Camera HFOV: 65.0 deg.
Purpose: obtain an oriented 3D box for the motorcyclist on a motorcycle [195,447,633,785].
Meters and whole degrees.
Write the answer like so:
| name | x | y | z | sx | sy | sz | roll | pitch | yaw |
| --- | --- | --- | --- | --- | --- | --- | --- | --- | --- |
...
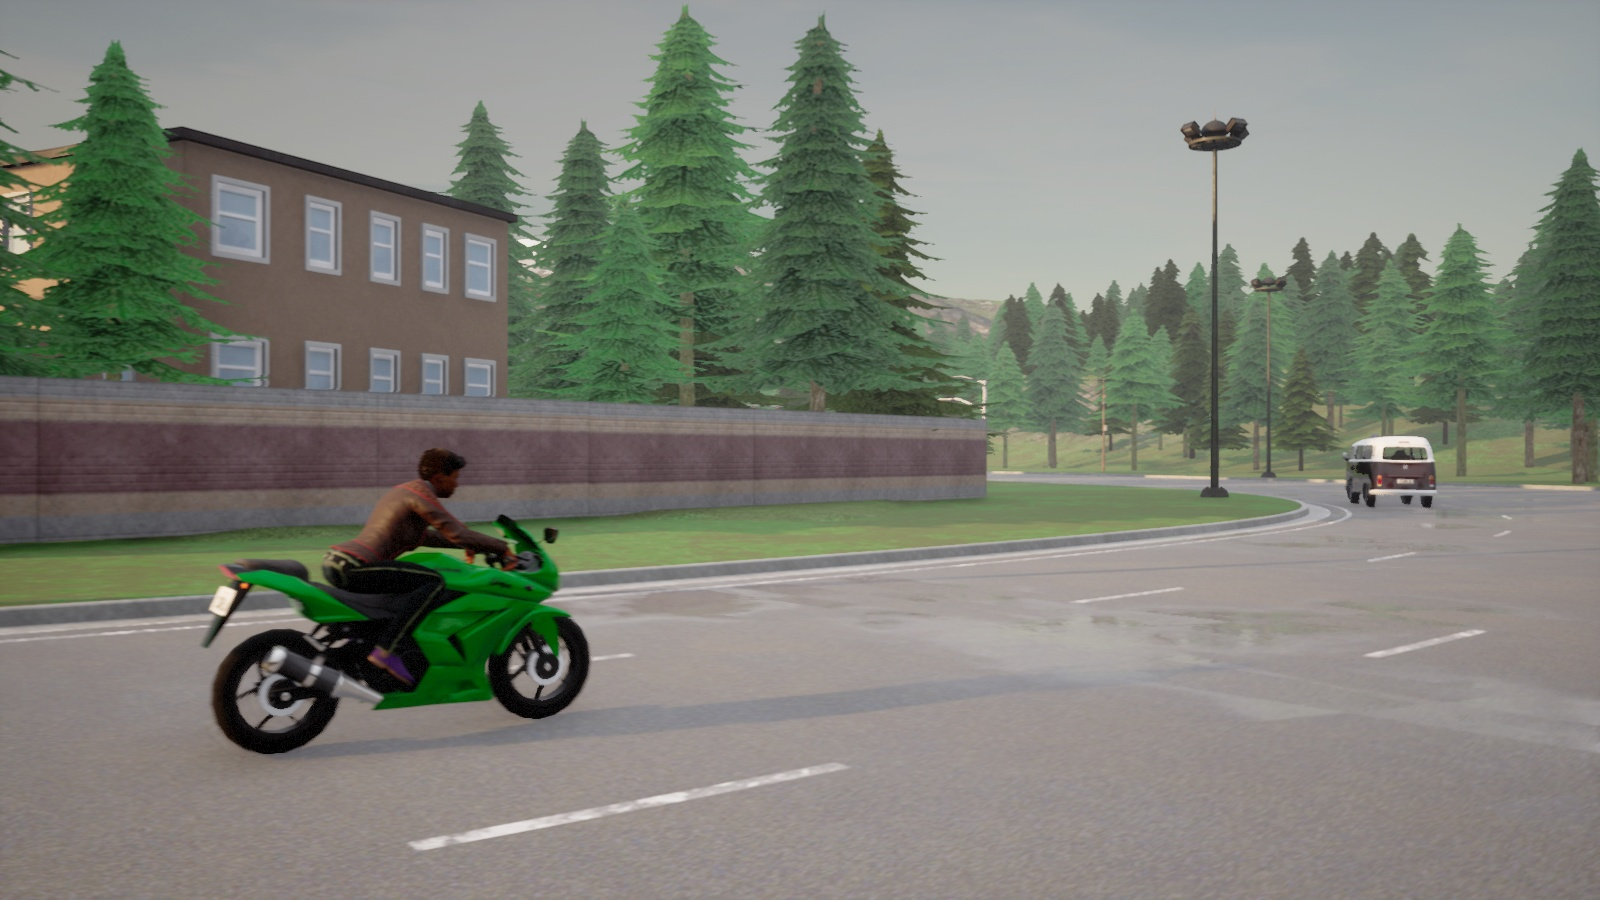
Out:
| name | x | y | z | sx | sy | sz | roll | pitch | yaw |
| --- | --- | --- | --- | --- | --- | --- | --- | --- | --- |
| motorcyclist on a motorcycle | -1.975 | 0.753 | 6.591 | 2.044 | 1.523 | 0.797 | 0 | 0 | -37 |

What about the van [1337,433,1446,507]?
| name | x | y | z | sx | sy | sz | roll | pitch | yaw |
| --- | --- | --- | --- | --- | --- | --- | --- | --- | --- |
| van | 17.511 | 0.564 | 37.410 | 2.069 | 2.038 | 4.480 | 0 | 0 | 14 |
